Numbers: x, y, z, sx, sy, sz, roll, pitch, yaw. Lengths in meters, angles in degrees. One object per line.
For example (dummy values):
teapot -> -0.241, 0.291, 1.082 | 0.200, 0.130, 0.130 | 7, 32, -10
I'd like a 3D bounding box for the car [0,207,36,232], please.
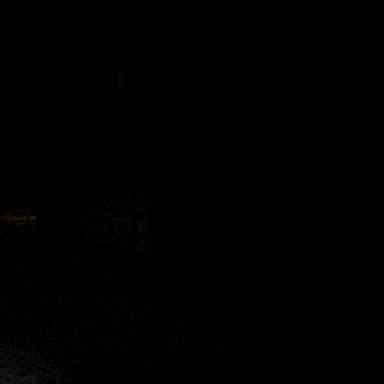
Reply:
car -> -11.230, 1.689, 21.845 | 1.752, 1.417, 4.829 | -1, -1, 36
